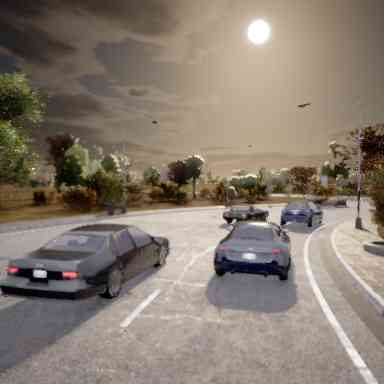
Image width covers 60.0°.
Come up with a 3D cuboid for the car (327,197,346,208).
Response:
[{"bbox_3d":[21.243,1.525,49.330,4.674,1.442,1.812,0,1,-43],"label":"car"}]

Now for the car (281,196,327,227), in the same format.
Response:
[{"bbox_3d":[7.847,1.382,23.497,2.097,1.767,4.553,1,0,32],"label":"car"}]

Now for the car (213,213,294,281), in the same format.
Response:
[{"bbox_3d":[1.956,1.560,10.105,1.994,1.385,4.181,1,0,16],"label":"car"}]

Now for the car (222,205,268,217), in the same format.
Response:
[{"bbox_3d":[3.980,1.571,23.933,1.895,1.301,4.718,1,0,30],"label":"car"}]

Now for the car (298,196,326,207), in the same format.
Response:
[{"bbox_3d":[18.727,1.406,51.756,5.008,1.535,1.882,0,1,-43],"label":"car"}]

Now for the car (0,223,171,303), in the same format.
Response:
[{"bbox_3d":[-2.129,1.512,8.410,2.033,1.411,5.357,1,0,14],"label":"car"}]
